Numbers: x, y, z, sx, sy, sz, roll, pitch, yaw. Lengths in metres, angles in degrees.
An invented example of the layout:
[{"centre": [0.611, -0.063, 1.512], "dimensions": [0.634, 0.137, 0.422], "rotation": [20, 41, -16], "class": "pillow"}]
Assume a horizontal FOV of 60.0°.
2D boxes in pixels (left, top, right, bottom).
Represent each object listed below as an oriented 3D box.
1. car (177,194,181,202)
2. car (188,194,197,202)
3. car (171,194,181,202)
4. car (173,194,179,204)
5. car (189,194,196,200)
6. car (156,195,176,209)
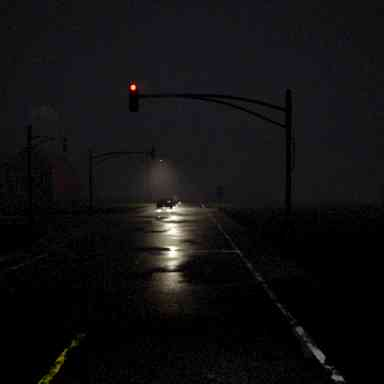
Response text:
[{"centre": [-3.532, 1.416, 62.457], "dimensions": [1.882, 1.535, 5.008], "rotation": [0, 0, 1], "class": "car"}, {"centre": [0.034, 1.463, 76.743], "dimensions": [1.994, 1.385, 4.181], "rotation": [0, 0, 0], "class": "car"}, {"centre": [-3.467, 1.266, 72.434], "dimensions": [2.097, 1.767, 4.553], "rotation": [0, 0, 0], "class": "car"}, {"centre": [-3.556, 1.479, 53.106], "dimensions": [1.812, 1.442, 4.674], "rotation": [0, 0, 0], "class": "car"}, {"centre": [0.038, 1.388, 86.335], "dimensions": [1.837, 1.490, 4.892], "rotation": [0, 0, 0], "class": "car"}, {"centre": [-3.569, 1.530, 44.445], "dimensions": [1.994, 1.385, 4.181], "rotation": [0, 0, 0], "class": "car"}]
